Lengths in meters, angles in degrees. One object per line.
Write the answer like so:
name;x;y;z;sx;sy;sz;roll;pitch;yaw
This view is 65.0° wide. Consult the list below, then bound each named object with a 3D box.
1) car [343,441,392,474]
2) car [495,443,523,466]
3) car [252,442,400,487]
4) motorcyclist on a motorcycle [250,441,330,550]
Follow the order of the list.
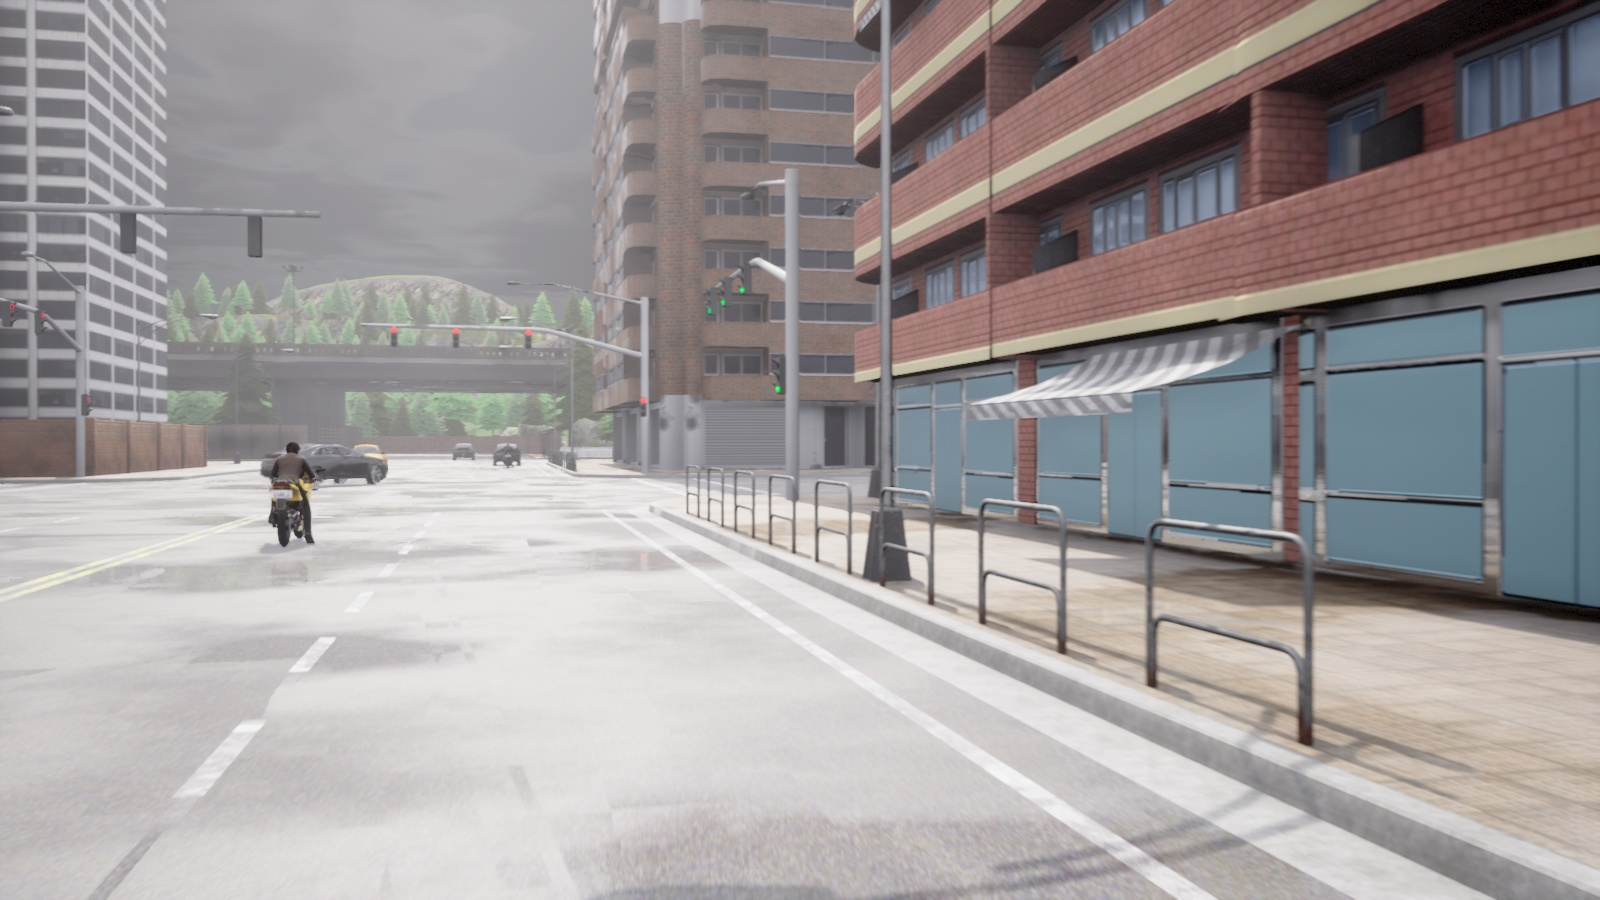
car;-21.754;0.338;63.269;1.801;1.575;5.366;0;0;-13
car;-19.874;0.277;85.668;1.837;1.490;4.892;0;0;-13
car;-16.742;0.458;44.667;2.128;1.511;4.902;0;0;23
motorcyclist on a motorcycle;-7.598;0.627;18.785;0.797;1.523;2.044;0;1;-13
